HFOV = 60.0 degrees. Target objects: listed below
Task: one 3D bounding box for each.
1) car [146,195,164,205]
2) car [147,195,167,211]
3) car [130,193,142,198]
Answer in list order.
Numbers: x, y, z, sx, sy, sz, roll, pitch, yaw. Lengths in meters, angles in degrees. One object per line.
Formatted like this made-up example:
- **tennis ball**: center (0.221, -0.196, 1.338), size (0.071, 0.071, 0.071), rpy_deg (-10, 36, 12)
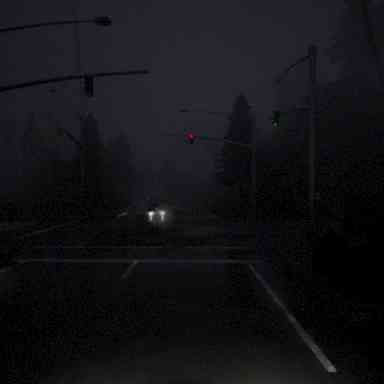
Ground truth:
- **car**: center (-5.933, 1.227, 52.816), size (2.128, 1.511, 4.902), rpy_deg (0, 0, -16)
- **car**: center (-3.778, 1.359, 37.573), size (2.033, 1.411, 5.357), rpy_deg (0, 0, -1)
- **car**: center (-11.651, 0.844, 67.040), size (1.812, 1.442, 4.674), rpy_deg (0, 0, -32)
